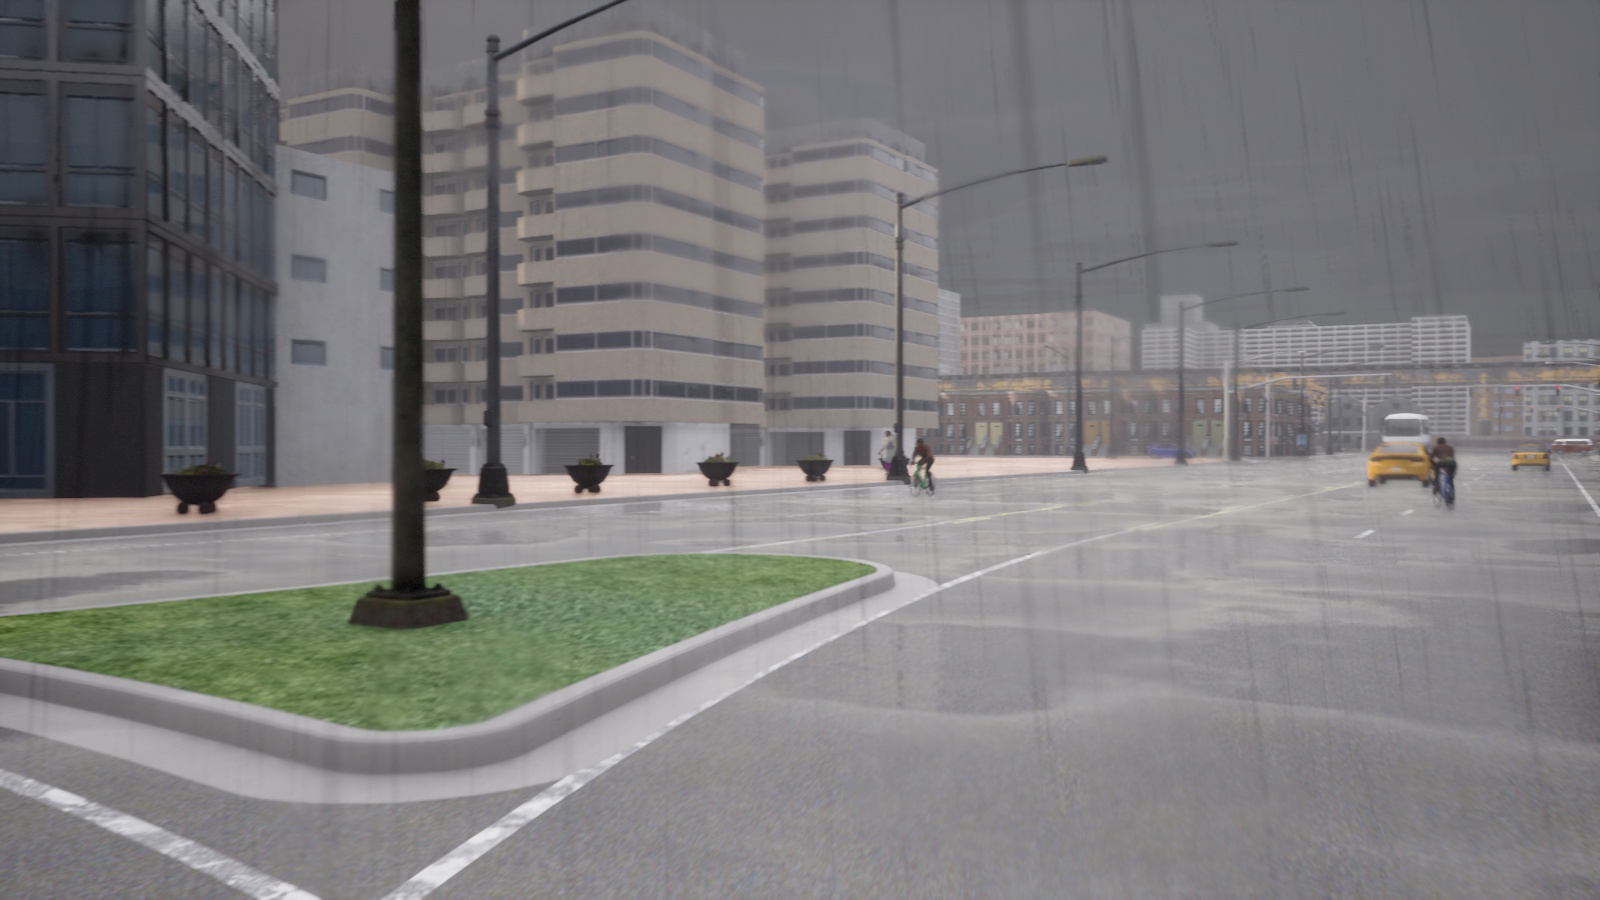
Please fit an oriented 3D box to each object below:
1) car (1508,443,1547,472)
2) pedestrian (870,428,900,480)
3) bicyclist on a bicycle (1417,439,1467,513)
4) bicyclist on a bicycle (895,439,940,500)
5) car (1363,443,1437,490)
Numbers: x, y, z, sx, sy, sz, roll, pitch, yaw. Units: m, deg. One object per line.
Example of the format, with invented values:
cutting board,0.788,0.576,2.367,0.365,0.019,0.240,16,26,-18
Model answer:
car,40.325,0.378,69.582,1.801,1.575,5.366,0,0,31
pedestrian,3.199,0.140,47.262,0.873,1.952,0.659,0,0,-27
bicyclist on a bicycle,14.409,0.571,28.229,0.582,1.620,1.656,1,0,12
bicyclist on a bicycle,3.243,0.511,34.462,0.582,1.620,1.656,0,1,31
car,20.983,0.522,43.804,1.882,1.535,5.008,0,0,31
